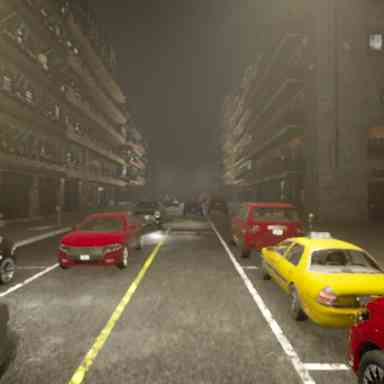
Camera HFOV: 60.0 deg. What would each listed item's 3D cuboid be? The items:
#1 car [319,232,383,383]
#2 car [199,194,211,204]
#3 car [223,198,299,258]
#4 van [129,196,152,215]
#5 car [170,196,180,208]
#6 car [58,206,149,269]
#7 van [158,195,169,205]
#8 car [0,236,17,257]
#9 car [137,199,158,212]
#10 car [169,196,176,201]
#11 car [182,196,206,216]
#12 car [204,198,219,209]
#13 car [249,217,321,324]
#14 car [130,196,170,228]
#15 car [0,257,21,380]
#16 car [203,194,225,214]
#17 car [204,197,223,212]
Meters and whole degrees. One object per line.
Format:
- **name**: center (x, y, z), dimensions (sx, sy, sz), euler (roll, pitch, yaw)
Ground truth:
- **car**: center (2.584, 1.313, 1.285), dimensions (2.192, 1.841, 5.009), euler (1, 0, 0)
- **car**: center (2.578, 1.400, 68.025), dimensions (2.192, 1.841, 5.009), euler (1, 0, 0)
- **car**: center (2.583, 1.292, 12.410), dimensions (2.192, 1.841, 5.009), euler (1, 0, 0)
- **van**: center (-5.300, 1.324, 34.608), dimensions (1.690, 1.788, 3.998), euler (1, 0, 0)
- **car**: center (-2.751, 1.633, 48.260), dimensions (2.033, 1.411, 5.357), euler (0, 0, 0)
- **car**: center (-2.847, 1.457, 11.324), dimensions (1.882, 1.535, 5.008), euler (0, 0, 0)
- **van**: center (-5.302, 1.407, 62.428), dimensions (1.690, 1.788, 3.998), euler (1, 0, 0)
- **car**: center (-5.300, 1.553, 6.801), dimensions (1.947, 1.339, 4.313), euler (1, 0, 0)
- **car**: center (-5.304, 1.547, 40.173), dimensions (2.008, 1.369, 4.403), euler (1, 0, 0)
- **car**: center (-5.305, 1.689, 90.079), dimensions (1.752, 1.417, 4.829), euler (1, 0, 0)
- **car**: center (0.104, 1.457, 32.184), dimensions (1.882, 1.535, 5.008), euler (0, 0, 0)
- **car**: center (2.575, 1.593, 45.768), dimensions (1.802, 1.307, 4.206), euler (1, 0, 0)
- **car**: center (2.580, 1.512, 7.015), dimensions (1.752, 1.417, 4.829), euler (1, 0, 0)
- **car**: center (-2.837, 1.323, 21.623), dimensions (2.097, 1.767, 4.553), euler (0, 0, 0)
- **car**: center (-2.850, 1.546, 1.407), dimensions (2.033, 1.411, 5.357), euler (0, 0, 0)
- **car**: center (2.580, 1.297, 34.644), dimensions (2.192, 1.841, 5.009), euler (1, 0, 0)
- **car**: center (2.577, 1.436, 40.208), dimensions (1.967, 1.590, 4.097), euler (1, 0, 0)
